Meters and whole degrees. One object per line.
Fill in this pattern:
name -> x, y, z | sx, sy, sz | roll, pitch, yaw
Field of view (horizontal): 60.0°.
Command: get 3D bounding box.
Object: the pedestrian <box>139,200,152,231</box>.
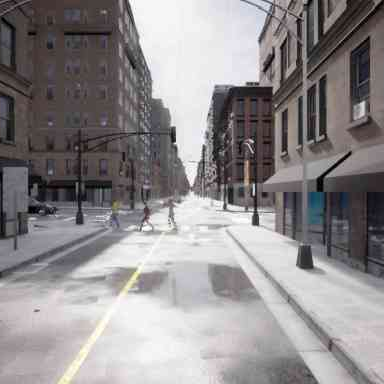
pedestrian -> -2.645, 1.288, 18.876 | 0.375, 1.860, 0.375 | 0, 0, 0

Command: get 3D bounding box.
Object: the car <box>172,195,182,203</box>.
car -> -3.083, 1.465, 69.404 | 1.837, 1.490, 4.892 | 0, 0, 0

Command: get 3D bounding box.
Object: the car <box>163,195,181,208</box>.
car -> -3.184, 1.524, 48.997 | 2.033, 1.411, 5.357 | 0, 0, 0

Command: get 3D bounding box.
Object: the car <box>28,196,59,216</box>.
car -> -14.035, 1.146, 29.022 | 4.553, 1.767, 2.097 | 1, 0, -1

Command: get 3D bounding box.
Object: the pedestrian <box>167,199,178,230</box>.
pedestrian -> -1.171, 1.288, 19.483 | 0.375, 1.860, 0.375 | 0, 0, 0

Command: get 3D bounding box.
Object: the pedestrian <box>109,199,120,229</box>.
pedestrian -> -4.627, 1.285, 20.073 | 0.375, 1.860, 0.375 | 0, 0, 0
